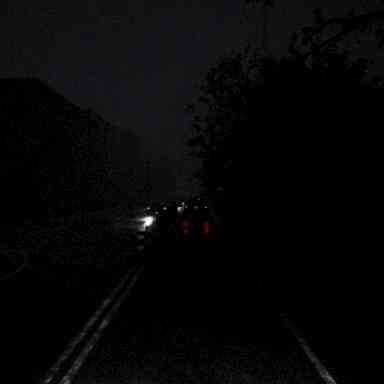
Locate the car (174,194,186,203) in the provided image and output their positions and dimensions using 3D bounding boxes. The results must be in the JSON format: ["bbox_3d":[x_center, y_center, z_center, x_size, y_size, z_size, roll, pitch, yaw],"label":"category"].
[{"bbox_3d":[-2.191,1.170,62.974,1.837,1.490,4.892,0,1,2],"label":"car"}]

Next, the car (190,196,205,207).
[{"bbox_3d":[0.773,1.331,47.311,2.033,1.411,5.357,0,0,1],"label":"car"}]

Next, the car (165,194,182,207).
[{"bbox_3d":[-2.689,1.141,46.314,2.097,1.767,4.553,0,0,2],"label":"car"}]

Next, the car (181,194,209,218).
[{"bbox_3d":[0.371,1.256,28.714,2.097,1.767,4.553,0,0,1],"label":"car"}]

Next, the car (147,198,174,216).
[{"bbox_3d":[-3.038,1.491,31.192,1.895,1.301,4.718,0,0,1],"label":"car"}]
